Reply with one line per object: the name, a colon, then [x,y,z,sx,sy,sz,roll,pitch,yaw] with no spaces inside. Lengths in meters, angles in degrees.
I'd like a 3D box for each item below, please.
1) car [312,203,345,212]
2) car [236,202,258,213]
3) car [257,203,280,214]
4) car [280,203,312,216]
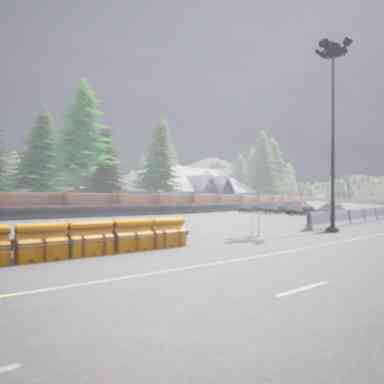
car: [15.541,1.981,36.952,1.837,1.490,4.892,0,-1,42]
car: [7.972,2.045,44.161,2.033,1.411,5.357,0,-1,42]
car: [10.873,2.045,42.165,2.033,1.411,5.357,0,-1,42]
car: [12.795,2.026,39.071,2.033,1.411,5.357,0,-1,42]
